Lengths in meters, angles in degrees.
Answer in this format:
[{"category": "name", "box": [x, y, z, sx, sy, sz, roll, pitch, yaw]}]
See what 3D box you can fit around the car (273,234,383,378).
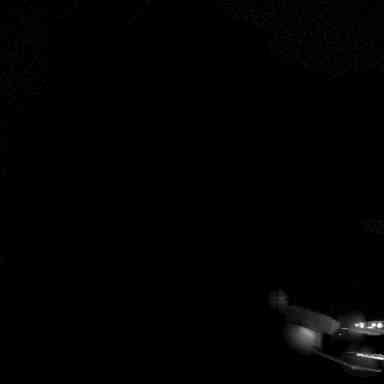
[{"category": "car", "box": [3.416, 1.493, 5.477, 4.902, 1.511, 2.128, 0, 0, -35]}]
